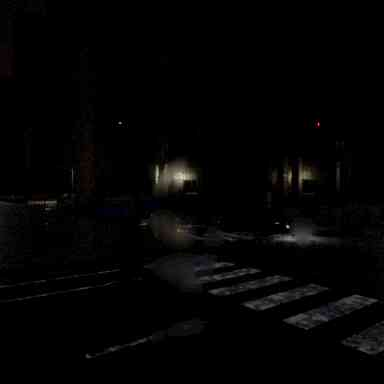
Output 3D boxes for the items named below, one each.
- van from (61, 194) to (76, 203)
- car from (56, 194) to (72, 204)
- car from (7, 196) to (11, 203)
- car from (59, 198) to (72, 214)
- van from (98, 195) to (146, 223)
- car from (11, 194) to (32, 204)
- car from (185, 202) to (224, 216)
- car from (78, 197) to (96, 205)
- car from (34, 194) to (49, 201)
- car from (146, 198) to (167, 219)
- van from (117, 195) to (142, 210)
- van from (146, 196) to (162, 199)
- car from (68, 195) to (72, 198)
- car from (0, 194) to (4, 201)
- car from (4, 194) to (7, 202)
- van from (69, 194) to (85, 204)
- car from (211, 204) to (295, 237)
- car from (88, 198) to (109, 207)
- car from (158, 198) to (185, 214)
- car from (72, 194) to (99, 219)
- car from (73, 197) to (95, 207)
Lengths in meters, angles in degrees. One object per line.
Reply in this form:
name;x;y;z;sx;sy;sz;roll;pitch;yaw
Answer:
van;-24.770;1.329;66.672;1.690;1.788;3.998;0;0;-36
car;-22.317;1.527;58.497;2.033;1.411;5.357;0;0;-36
car;-35.005;1.403;66.325;1.967;1.590;4.097;0;0;-36
car;-11.877;1.548;34.007;1.802;1.307;4.206;0;0;-36
van;-5.268;1.314;24.774;1.690;1.788;3.998;0;0;-36
car;-31.702;1.513;61.708;2.008;1.369;4.403;0;0;-36
car;1.663;1.549;29.736;2.008;1.369;4.403;0;0;-36
car;-18.162;1.570;57.438;1.802;1.307;4.206;0;0;-36
car;-37.987;1.304;85.140;2.192;1.841;5.009;0;0;-36
car;-4.630;1.527;28.468;2.033;1.411;5.357;0;0;-36
van;-8.249;1.330;43.587;1.690;1.788;3.998;0;0;-36
van;-4.945;1.332;38.971;1.690;1.788;3.998;0;0;-36
car;-13.022;1.449;40.206;1.882;1.535;5.008;0;0;-36
car;-41.614;1.529;75.559;1.947;1.339;4.313;0;0;-36
car;-38.211;1.488;70.804;1.752;1.417;4.829;0;0;-36
van;-21.466;1.329;62.055;1.690;1.788;3.998;0;0;-36
car;3.405;1.555;18.084;1.994;1.385;4.181;0;0;-44
car;-14.858;1.569;52.820;1.802;1.307;4.206;0;0;-36
car;-1.641;1.577;34.353;1.802;1.307;4.206;0;0;-36
car;-8.572;1.284;29.391;2.192;1.841;5.009;0;0;-36
car;-16.311;1.505;50.192;1.812;1.442;4.674;0;0;-35
